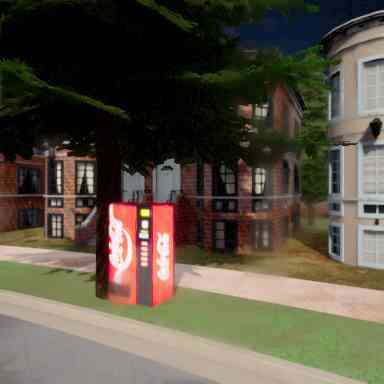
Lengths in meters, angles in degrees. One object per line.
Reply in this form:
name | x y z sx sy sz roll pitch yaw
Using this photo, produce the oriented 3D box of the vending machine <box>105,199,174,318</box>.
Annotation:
vending machine | -1.017 1.194 6.631 0.880 2.100 1.100 0 0 30
